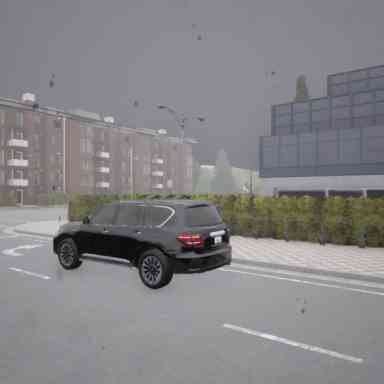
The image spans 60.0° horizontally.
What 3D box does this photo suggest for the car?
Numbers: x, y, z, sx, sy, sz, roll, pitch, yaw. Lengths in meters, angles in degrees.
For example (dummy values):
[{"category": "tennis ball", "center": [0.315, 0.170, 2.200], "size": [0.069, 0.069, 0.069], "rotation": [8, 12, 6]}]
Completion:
[{"category": "car", "center": [-1.573, 1.221, 9.401], "size": [5.566, 2.045, 2.150], "rotation": [0, 0, 35]}]
